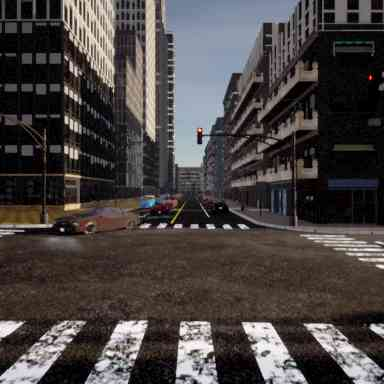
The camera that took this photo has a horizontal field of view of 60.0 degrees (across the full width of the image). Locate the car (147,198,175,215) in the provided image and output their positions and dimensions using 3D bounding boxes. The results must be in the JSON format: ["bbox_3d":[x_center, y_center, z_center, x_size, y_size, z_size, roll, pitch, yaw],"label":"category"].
[{"bbox_3d":[-3.067,1.604,33.599,1.895,1.301,4.718,0,0,0],"label":"car"}]

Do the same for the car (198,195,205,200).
[{"bbox_3d":[2.777,1.590,94.658,1.947,1.339,4.313,0,0,0],"label":"car"}]

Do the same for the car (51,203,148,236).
[{"bbox_3d":[-4.993,1.496,18.419,2.033,1.411,5.357,1,-1,28],"label":"car"}]

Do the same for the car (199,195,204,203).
[{"bbox_3d":[2.745,1.561,60.732,2.008,1.369,4.403,0,0,0],"label":"car"}]

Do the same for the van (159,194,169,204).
[{"bbox_3d":[-5.631,1.353,66.394,1.690,1.788,3.998,0,0,0],"label":"van"}]

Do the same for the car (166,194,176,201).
[{"bbox_3d":[-5.609,1.337,89.012,2.192,1.841,5.009,0,0,0],"label":"car"}]

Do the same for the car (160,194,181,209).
[{"bbox_3d":[-3.051,1.358,46.198,2.097,1.767,4.553,0,0,0],"label":"car"}]

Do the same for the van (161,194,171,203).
[{"bbox_3d":[-5.625,1.355,72.048,1.690,1.788,3.998,0,0,0],"label":"van"}]

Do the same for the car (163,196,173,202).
[{"bbox_3d":[-5.619,1.567,77.702,2.008,1.369,4.403,0,0,0],"label":"car"}]

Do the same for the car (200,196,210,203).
[{"bbox_3d":[2.756,1.559,72.040,1.887,1.381,4.507,0,0,0],"label":"car"}]

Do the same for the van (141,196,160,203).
[{"bbox_3d":[-5.652,1.346,43.777,1.690,1.788,3.998,0,0,0],"label":"van"}]

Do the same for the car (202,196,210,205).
[{"bbox_3d":[2.729,1.550,43.769,1.887,1.381,4.507,0,0,0],"label":"car"}]

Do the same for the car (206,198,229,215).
[{"bbox_3d":[2.720,1.568,33.802,1.947,1.339,4.313,0,0,0],"label":"car"}]
